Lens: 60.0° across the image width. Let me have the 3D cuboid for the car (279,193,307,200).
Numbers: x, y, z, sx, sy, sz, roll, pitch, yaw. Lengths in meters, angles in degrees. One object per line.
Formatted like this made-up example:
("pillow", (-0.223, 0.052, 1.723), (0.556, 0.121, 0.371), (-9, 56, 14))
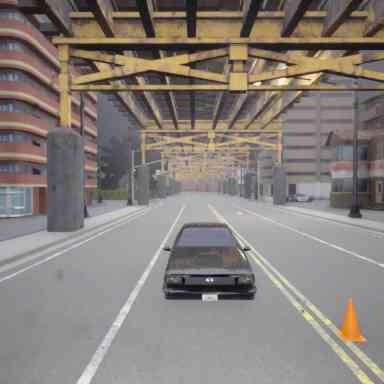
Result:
("car", (17.854, 0.800, 58.997), (4.536, 1.218, 1.853), (0, 1, 25))

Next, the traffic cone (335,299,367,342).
("traffic cone", (2.453, 1.949, 5.141), (0.340, 0.580, 0.340), (0, 0, 0))

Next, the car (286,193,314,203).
("car", (17.459, 1.005, 54.864), (4.974, 1.542, 2.038), (0, 1, -20))

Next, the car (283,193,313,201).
("car", (17.508, 0.847, 54.880), (4.536, 1.218, 1.853), (0, 1, -20))

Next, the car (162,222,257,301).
("car", (0.361, 1.533, 8.748), (2.033, 1.411, 5.357), (0, 0, 1))

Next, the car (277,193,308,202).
("car", (17.807, 0.958, 59.020), (4.974, 1.542, 2.038), (0, 1, 25))
